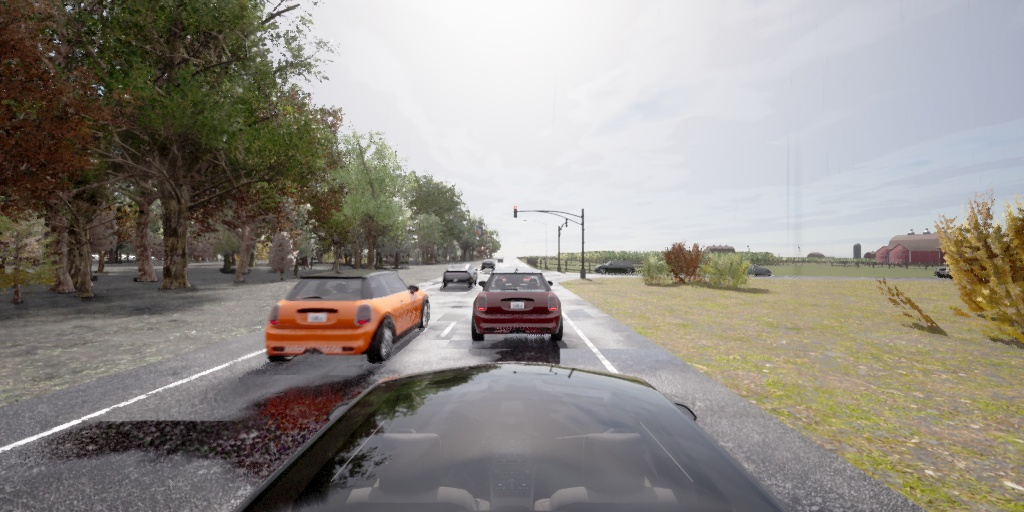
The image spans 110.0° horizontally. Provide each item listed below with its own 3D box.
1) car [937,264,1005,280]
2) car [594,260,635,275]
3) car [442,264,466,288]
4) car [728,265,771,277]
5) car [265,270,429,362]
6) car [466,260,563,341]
[{"bbox_3d":[48.571,1.768,37.579,4.902,1.511,2.128,1,-1,1],"label":"car"},{"bbox_3d":[11.888,1.293,41.801,4.553,1.767,2.097,0,-1,5],"label":"car"},{"bbox_3d":[-3.361,1.246,23.870,2.128,1.511,4.902,0,0,0],"label":"car"},{"bbox_3d":[27.355,1.669,41.346,4.181,1.385,1.994,1,-1,0],"label":"car"},{"bbox_3d":[-3.388,1.102,8.362,2.097,1.767,4.553,0,0,0],"label":"car"},{"bbox_3d":[0.110,1.104,10.017,2.097,1.767,4.553,0,0,0],"label":"car"}]
